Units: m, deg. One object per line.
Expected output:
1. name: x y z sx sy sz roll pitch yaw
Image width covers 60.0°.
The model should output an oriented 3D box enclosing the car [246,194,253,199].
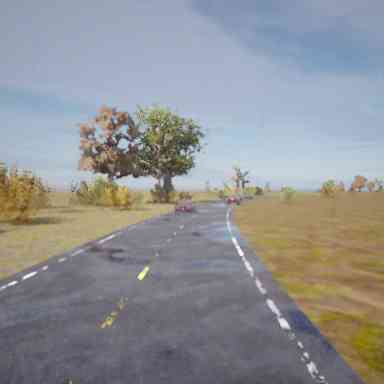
1. car: 15.644 1.249 92.595 2.033 1.411 5.357 0 0 20

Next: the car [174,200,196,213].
1. car: -0.670 1.511 36.024 1.994 1.385 4.181 0 0 7

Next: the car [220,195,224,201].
1. car: 7.799 1.408 77.357 1.895 1.301 4.718 0 0 15

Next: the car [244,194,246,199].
1. car: 10.482 1.235 76.104 1.837 1.490 4.892 0 0 16

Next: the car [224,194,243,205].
1. car: 7.285 1.265 58.418 2.097 1.767 4.553 0 0 12
